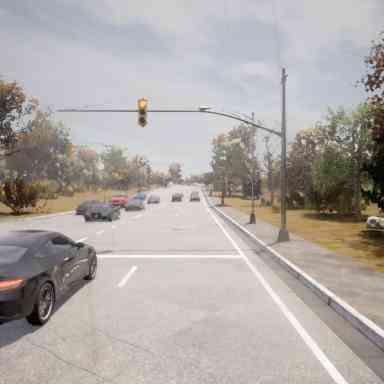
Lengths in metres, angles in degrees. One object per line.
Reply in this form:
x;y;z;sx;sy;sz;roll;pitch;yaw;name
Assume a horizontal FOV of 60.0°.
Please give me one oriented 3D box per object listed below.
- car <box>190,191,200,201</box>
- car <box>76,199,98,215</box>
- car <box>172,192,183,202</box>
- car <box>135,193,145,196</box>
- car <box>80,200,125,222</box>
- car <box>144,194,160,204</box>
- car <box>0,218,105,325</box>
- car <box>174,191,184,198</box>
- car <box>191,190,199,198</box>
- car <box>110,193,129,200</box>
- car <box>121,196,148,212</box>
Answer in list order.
0.628;1.079;64.588;1.895;1.301;4.718;0;3;1;car
-10.343;1.504;34.129;1.837;1.490;4.892;0;0;1;car
-2.877;1.010;64.109;1.837;1.490;4.892;0;3;1;car
-10.000;0.939;65.011;1.882;1.535;5.008;0;3;1;car
-6.914;1.564;26.054;1.994;1.385;4.181;0;0;0;car
-6.613;1.300;57.771;2.128;1.511;4.902;0;2;1;car
-3.403;1.526;6.968;1.812;1.442;4.674;0;0;-1;car
-2.884;0.587;74.043;1.895;1.301;4.718;0;3;1;car
0.623;0.493;74.461;1.812;1.442;4.674;0;3;1;car
-10.236;1.221;47.533;2.150;2.045;5.566;0;0;-1;car
-6.792;1.526;39.862;1.812;1.442;4.674;0;0;1;car
